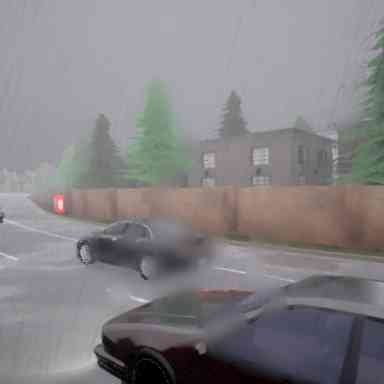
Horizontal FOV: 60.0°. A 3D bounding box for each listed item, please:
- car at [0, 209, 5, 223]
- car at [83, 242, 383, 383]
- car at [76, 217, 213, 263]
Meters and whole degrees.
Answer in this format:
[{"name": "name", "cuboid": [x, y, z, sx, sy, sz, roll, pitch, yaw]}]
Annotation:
[{"name": "car", "cuboid": [-15.136, 1.610, 24.452, 1.895, 1.301, 4.718, 0, 0, -37]}, {"name": "car", "cuboid": [1.449, 1.562, 3.015, 5.357, 1.411, 2.033, 0, 0, 36]}, {"name": "car", "cuboid": [-1.576, 1.527, 9.957, 4.892, 1.490, 1.837, 0, 0, 40]}]
